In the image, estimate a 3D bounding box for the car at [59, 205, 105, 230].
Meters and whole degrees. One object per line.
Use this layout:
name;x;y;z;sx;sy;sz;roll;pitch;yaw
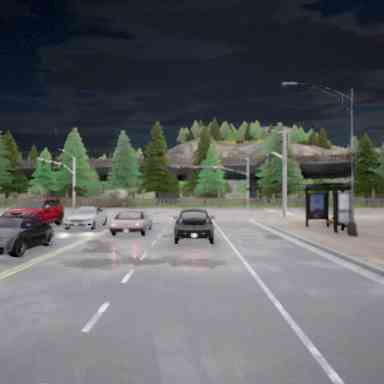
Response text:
car;-7.006;1.691;22.466;1.812;1.442;4.674;0;0;0

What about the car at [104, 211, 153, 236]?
car;-3.405;1.734;19.365;1.895;1.301;4.718;0;0;0

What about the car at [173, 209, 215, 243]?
car;0.096;1.619;16.639;1.837;1.490;4.892;0;0;0

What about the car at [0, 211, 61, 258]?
car;-7.072;1.654;13.038;1.994;1.385;4.181;0;0;0

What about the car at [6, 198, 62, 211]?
car;-10.506;1.415;22.473;2.150;2.045;5.566;0;0;0
